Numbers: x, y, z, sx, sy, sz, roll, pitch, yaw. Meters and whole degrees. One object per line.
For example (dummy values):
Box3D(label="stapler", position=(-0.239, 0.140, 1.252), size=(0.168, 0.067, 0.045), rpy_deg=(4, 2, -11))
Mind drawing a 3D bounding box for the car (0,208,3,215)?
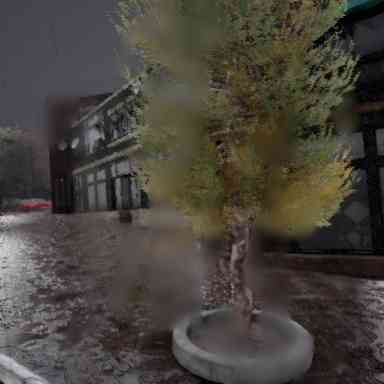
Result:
Box3D(label="car", position=(-22.371, 1.998, 36.119), size=(1.812, 1.442, 4.674), rpy_deg=(-4, -1, -5))

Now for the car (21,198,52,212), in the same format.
Box3D(label="car", position=(-24.401, 2.060, 52.529), size=(2.435, 2.045, 5.566), rpy_deg=(-4, -1, 15))
